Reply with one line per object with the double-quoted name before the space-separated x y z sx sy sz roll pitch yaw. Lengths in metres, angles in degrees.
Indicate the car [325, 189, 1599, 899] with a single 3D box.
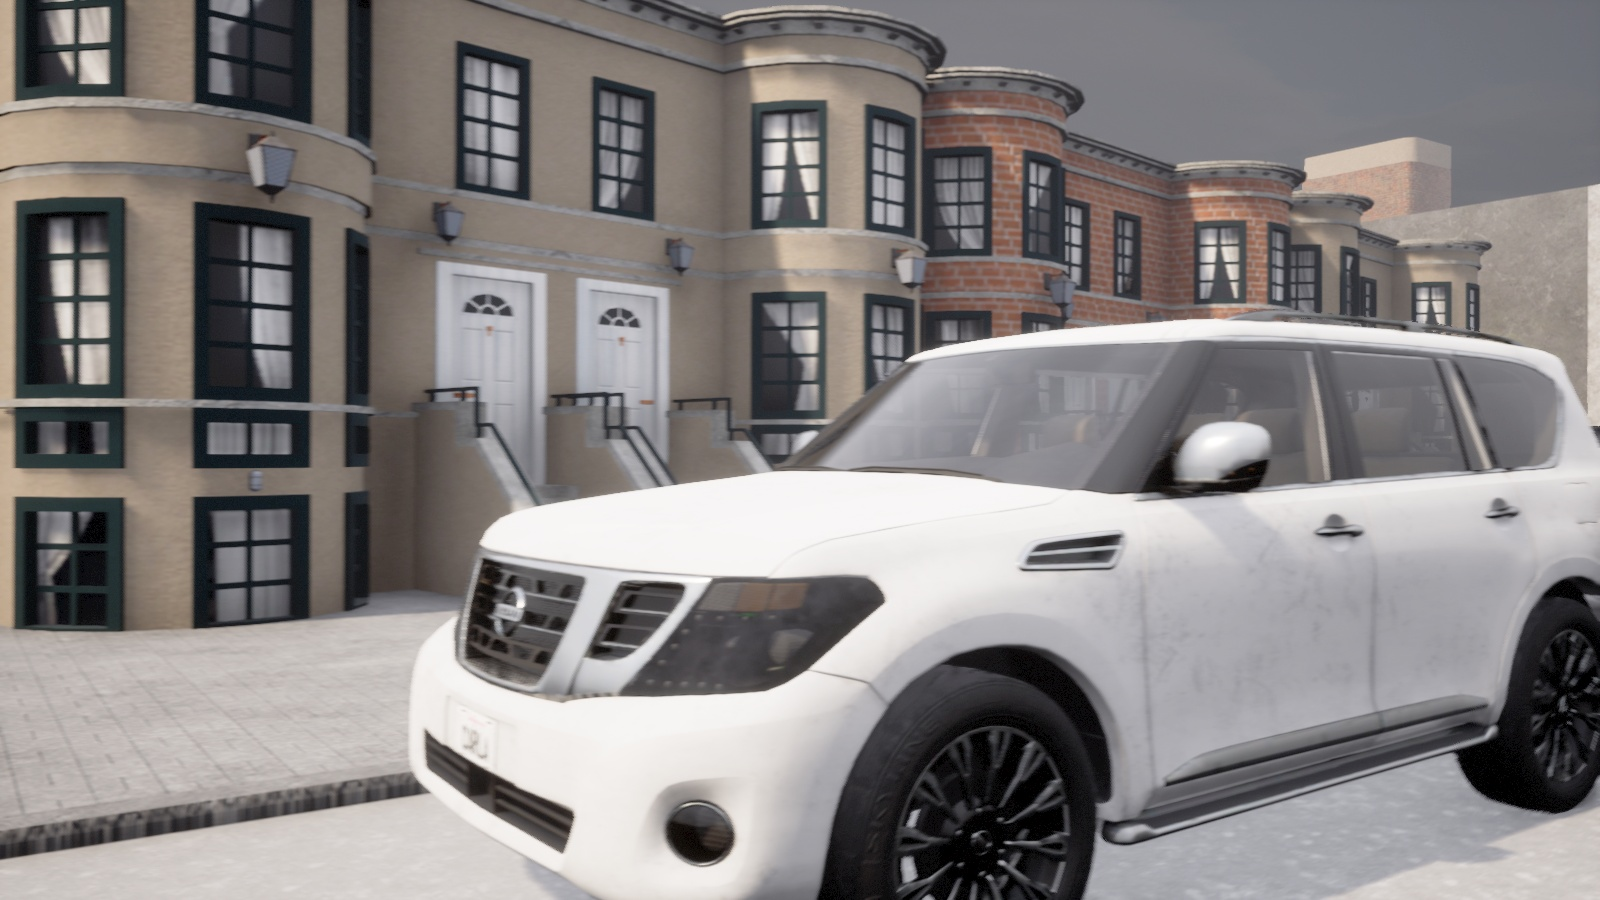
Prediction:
"car" 1.229 0.474 5.126 5.566 2.045 2.150 0 0 -35
